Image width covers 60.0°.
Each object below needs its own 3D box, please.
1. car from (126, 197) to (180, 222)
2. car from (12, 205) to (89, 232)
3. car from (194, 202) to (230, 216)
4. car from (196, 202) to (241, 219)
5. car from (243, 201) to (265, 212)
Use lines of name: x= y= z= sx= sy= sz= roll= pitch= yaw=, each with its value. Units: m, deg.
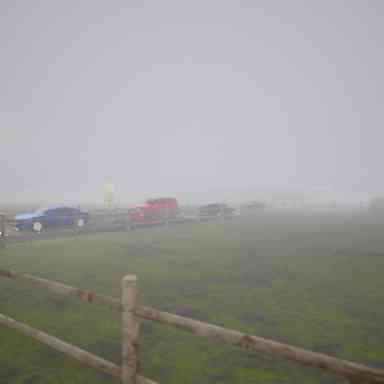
car: x=-3.420 y=1.503 z=30.173 sx=2.150 sy=2.045 sz=5.566 roll=0 pitch=0 yaw=36
car: x=-9.250 y=1.674 z=22.116 sx=1.882 sy=1.535 sz=5.008 roll=0 pitch=-1 yaw=35
car: x=2.340 y=1.896 z=38.062 sx=1.812 sy=1.442 sz=4.674 roll=0 pitch=-1 yaw=36
car: x=2.761 y=1.841 z=33.652 sx=1.837 sy=1.490 sz=4.892 roll=0 pitch=-1 yaw=36
car: x=8.514 y=1.961 z=46.480 sx=2.128 sy=1.511 sz=4.902 roll=0 pitch=-1 yaw=37
